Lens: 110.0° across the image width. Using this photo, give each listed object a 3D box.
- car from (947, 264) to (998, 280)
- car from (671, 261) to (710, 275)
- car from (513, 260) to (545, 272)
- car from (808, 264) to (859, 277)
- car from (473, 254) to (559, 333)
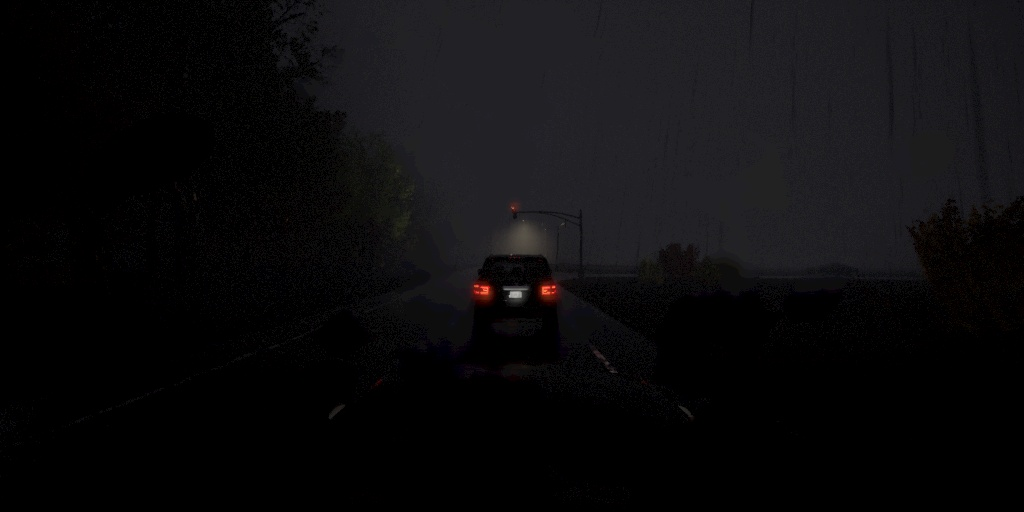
[{"bbox_3d":[48.530,1.821,38.443,5.357,1.411,2.033,1,-1,0],"label":"car"},{"bbox_3d":[20.852,1.384,42.180,4.553,1.767,2.097,1,-1,0],"label":"car"},{"bbox_3d":[2.206,1.290,48.235,1.812,1.442,4.674,-1,1,-36],"label":"car"},{"bbox_3d":[37.634,1.692,42.089,5.008,1.535,1.882,1,-1,0],"label":"car"},{"bbox_3d":[0.105,0.973,10.867,2.150,2.045,5.566,0,0,0],"label":"car"}]
